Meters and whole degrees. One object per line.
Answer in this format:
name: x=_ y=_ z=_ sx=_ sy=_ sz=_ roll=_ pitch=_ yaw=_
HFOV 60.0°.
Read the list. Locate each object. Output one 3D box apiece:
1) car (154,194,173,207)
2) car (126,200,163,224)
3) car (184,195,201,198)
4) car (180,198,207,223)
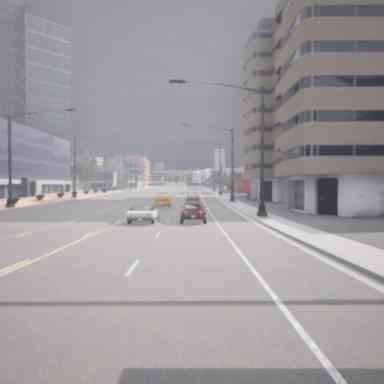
car: x=-3.415 y=0.982 z=39.983 sx=1.882 sy=1.535 sz=5.008 roll=0 pitch=2 yaw=0
car: x=-3.419 y=1.500 z=23.997 sx=1.895 sy=1.301 sz=4.718 roll=0 pitch=1 yaw=0
car: x=0.081 y=1.038 z=38.783 sx=2.128 sy=1.511 sz=4.902 roll=0 pitch=2 yaw=0
car: x=0.088 y=1.422 z=24.158 sx=1.812 sy=1.442 sz=4.674 roll=0 pitch=1 yaw=0
